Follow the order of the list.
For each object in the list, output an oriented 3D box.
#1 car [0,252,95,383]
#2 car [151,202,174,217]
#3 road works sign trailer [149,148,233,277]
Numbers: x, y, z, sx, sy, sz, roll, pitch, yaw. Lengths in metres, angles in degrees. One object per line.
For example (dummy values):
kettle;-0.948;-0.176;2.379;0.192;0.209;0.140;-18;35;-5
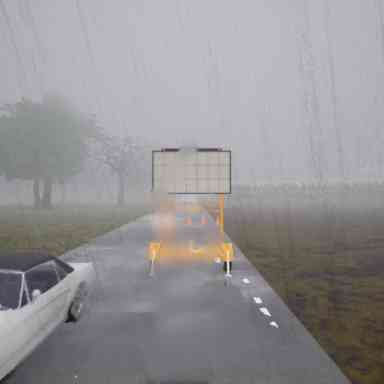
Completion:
car;-2.854;1.598;4.408;1.895;1.301;4.718;0;0;0
car;-2.785;1.636;32.536;1.994;1.385;4.181;0;0;0
road works sign trailer;-0.005;0.462;10.256;2.380;3.560;2.880;0;0;1
